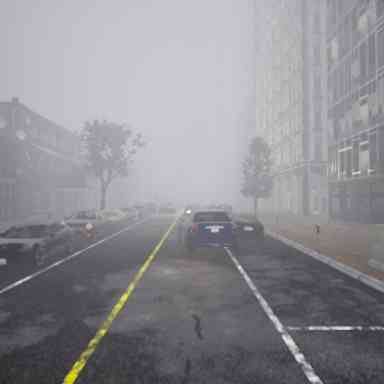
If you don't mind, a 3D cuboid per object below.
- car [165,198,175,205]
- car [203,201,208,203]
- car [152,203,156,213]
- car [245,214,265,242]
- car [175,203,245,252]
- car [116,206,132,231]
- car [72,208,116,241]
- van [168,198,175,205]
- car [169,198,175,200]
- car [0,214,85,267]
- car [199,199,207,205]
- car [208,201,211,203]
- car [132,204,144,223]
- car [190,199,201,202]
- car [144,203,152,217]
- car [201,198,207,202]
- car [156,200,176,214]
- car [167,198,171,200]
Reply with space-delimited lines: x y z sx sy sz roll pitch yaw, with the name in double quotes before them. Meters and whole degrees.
"car" -5.649 2.379 85.421 2.192 1.841 5.009 1 -1 0
"car" 2.681 2.065 40.212 1.947 1.339 4.313 1 -1 0
"car" -5.665 2.136 45.912 1.947 1.339 4.313 1 -1 0
"car" 2.674 1.784 17.637 1.947 1.339 4.313 1 -1 0
"car" 0.604 1.538 15.013 2.097 1.767 4.553 0 -1 -8
"car" -5.671 1.812 23.169 1.752 1.417 4.829 1 -1 0
"car" -5.671 1.659 17.696 1.967 1.590 4.097 1 -1 0
"van" -5.648 2.476 91.064 1.690 1.788 3.998 1 -1 0
"car" -5.655 2.575 79.775 1.802 1.307 4.206 1 -1 0
"car" -5.675 1.715 12.051 1.947 1.339 4.313 1 -1 0
"car" 2.694 2.629 85.360 1.947 1.339 4.313 1 -1 0
"car" 2.679 1.798 28.926 1.967 1.590 4.097 1 -1 0
"car" -5.670 1.941 28.982 1.802 1.307 4.206 1 -1 0
"car" 0.117 2.276 57.266 1.994 1.385 4.181 0 -1 0
"car" -5.668 1.974 34.625 1.887 1.381 4.507 1 -1 0
"car" 2.686 2.237 57.313 1.752 1.417 4.829 1 -1 0
"car" -3.075 2.088 42.287 1.994 1.385 4.181 0 -1 0
"car" -5.660 2.332 62.844 2.008 1.369 4.403 1 -1 0
